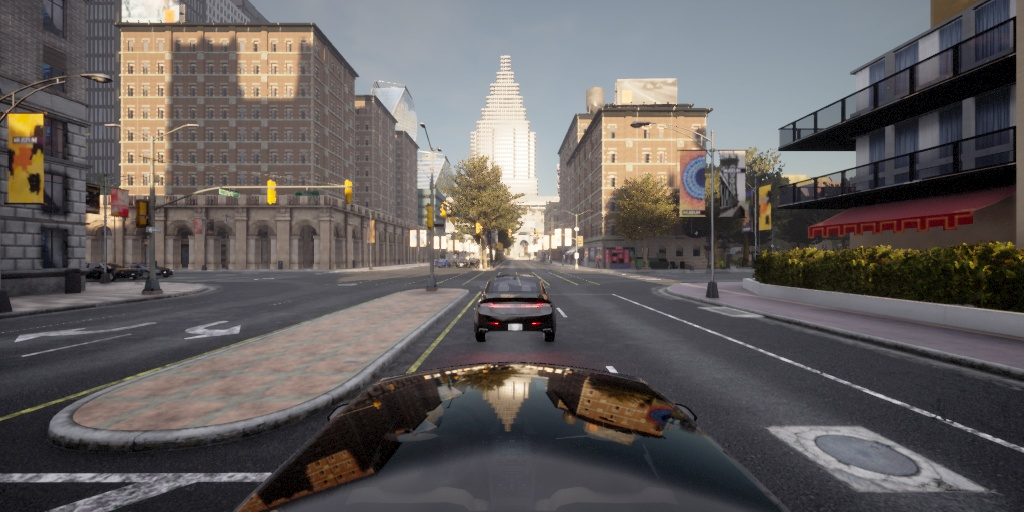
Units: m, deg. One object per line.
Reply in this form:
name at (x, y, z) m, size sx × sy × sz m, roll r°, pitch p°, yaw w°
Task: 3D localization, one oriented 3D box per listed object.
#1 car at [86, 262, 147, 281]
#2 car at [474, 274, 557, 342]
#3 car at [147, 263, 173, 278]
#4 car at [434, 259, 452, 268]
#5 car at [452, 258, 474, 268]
car at (-33.348, 1.228, 29.178) m, size 5.008 × 1.535 × 1.882 m, roll 0°, pitch 0°, yaw 0°
car at (0.079, 1.242, 9.756) m, size 2.128 × 1.511 × 4.902 m, roll 0°, pitch 0°, yaw 0°
car at (-33.636, 1.314, 32.670) m, size 4.181 × 1.385 × 1.994 m, roll 0°, pitch 0°, yaw -1°
car at (-11.554, 1.227, 59.987) m, size 1.882 × 1.535 × 5.008 m, roll 0°, pitch 0°, yaw 0°
car at (-8.058, 1.241, 59.573) m, size 2.128 × 1.511 × 4.902 m, roll 0°, pitch 0°, yaw 0°
